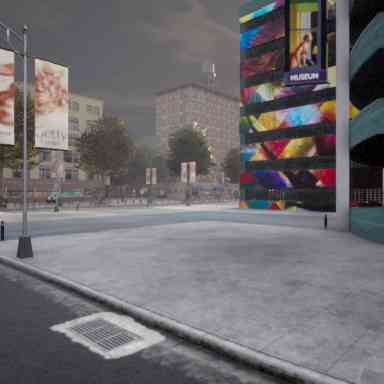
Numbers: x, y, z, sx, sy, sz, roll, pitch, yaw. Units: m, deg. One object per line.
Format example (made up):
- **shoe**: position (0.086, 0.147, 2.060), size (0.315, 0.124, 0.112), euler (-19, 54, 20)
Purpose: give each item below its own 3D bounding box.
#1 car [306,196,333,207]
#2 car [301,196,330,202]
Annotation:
- **car**: position (19.579, 1.413, 51.052), size (2.161, 1.482, 4.786), euler (0, 0, 43)
- **car**: position (14.255, 1.320, 39.330), size (2.002, 1.452, 4.674), euler (0, 0, 43)
